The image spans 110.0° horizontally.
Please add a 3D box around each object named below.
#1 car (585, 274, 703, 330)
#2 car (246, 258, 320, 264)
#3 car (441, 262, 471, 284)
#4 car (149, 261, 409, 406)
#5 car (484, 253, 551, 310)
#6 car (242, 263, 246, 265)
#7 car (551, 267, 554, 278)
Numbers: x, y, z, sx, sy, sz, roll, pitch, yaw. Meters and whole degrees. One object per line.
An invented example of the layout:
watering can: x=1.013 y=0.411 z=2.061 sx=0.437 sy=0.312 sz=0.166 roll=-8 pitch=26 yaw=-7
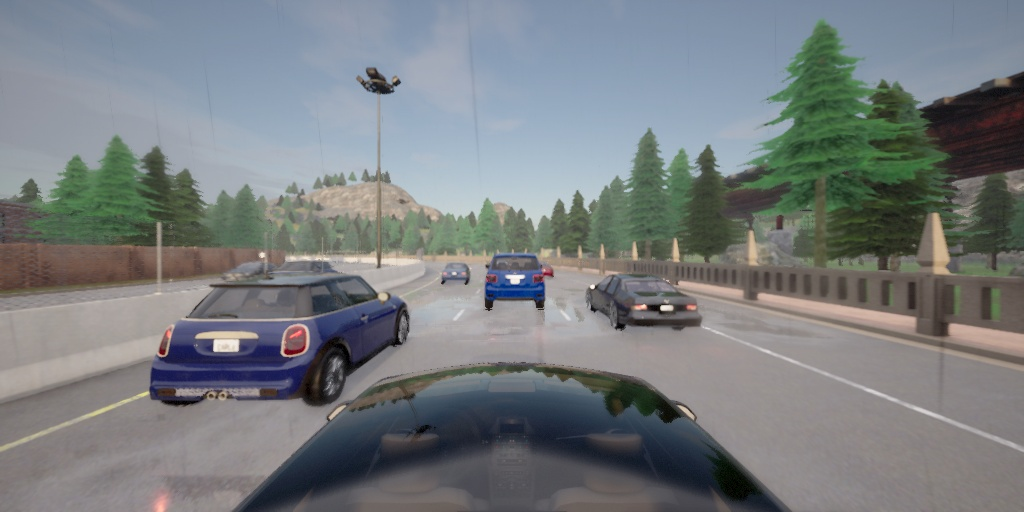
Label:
car: x=3.602 y=1.244 z=10.856 sx=2.033 sy=1.411 sz=5.357 roll=0 pitch=0 yaw=0
car: x=-10.750 y=1.005 z=18.270 sx=2.097 sy=1.767 sz=4.553 roll=0 pitch=0 yaw=-2
car: x=-3.917 y=1.159 z=25.356 sx=2.033 sy=1.411 sz=5.357 roll=0 pitch=0 yaw=-5
car: x=-3.399 y=1.075 z=6.393 sx=2.097 sy=1.767 sz=4.553 roll=0 pitch=0 yaw=0
car: x=0.079 y=0.898 z=14.489 sx=2.150 sy=2.045 sz=5.566 roll=0 pitch=0 yaw=-1
car: x=-18.169 y=1.137 z=25.380 sx=1.812 sy=1.442 sz=4.674 roll=0 pitch=0 yaw=-6
car: x=2.322 y=1.139 z=31.655 sx=1.994 sy=1.385 sz=4.181 roll=0 pitch=0 yaw=-8
